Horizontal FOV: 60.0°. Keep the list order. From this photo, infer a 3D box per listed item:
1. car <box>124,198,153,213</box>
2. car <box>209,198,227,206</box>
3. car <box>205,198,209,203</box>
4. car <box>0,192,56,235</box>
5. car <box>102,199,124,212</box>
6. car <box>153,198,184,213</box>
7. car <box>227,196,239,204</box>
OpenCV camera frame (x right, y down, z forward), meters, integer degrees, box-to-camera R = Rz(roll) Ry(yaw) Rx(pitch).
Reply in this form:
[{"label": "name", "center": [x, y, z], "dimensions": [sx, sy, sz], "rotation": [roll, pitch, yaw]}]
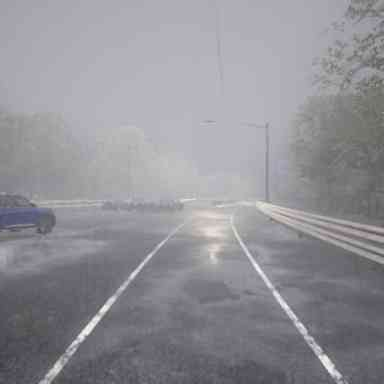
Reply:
[{"label": "car", "center": [-5.821, 1.476, 39.642], "dimensions": [2.097, 1.767, 4.553], "rotation": [0, -1, 15]}, {"label": "car", "center": [5.287, 2.069, 67.416], "dimensions": [1.812, 1.442, 4.674], "rotation": [0, -1, 15]}, {"label": "car", "center": [4.956, 2.402, 93.066], "dimensions": [2.033, 1.411, 5.357], "rotation": [0, -1, 15]}, {"label": "car", "center": [-8.786, 1.039, 15.327], "dimensions": [2.150, 2.045, 5.566], "rotation": [1, -1, 15]}, {"label": "car", "center": [-9.171, 1.623, 40.664], "dimensions": [1.837, 1.490, 4.892], "rotation": [0, -1, 15]}, {"label": "car", "center": [-2.444, 1.504, 38.665], "dimensions": [2.097, 1.767, 4.553], "rotation": [1, -1, 15]}, {"label": "car", "center": [10.510, 2.342, 86.777], "dimensions": [1.812, 1.442, 4.674], "rotation": [0, -1, 15]}]
